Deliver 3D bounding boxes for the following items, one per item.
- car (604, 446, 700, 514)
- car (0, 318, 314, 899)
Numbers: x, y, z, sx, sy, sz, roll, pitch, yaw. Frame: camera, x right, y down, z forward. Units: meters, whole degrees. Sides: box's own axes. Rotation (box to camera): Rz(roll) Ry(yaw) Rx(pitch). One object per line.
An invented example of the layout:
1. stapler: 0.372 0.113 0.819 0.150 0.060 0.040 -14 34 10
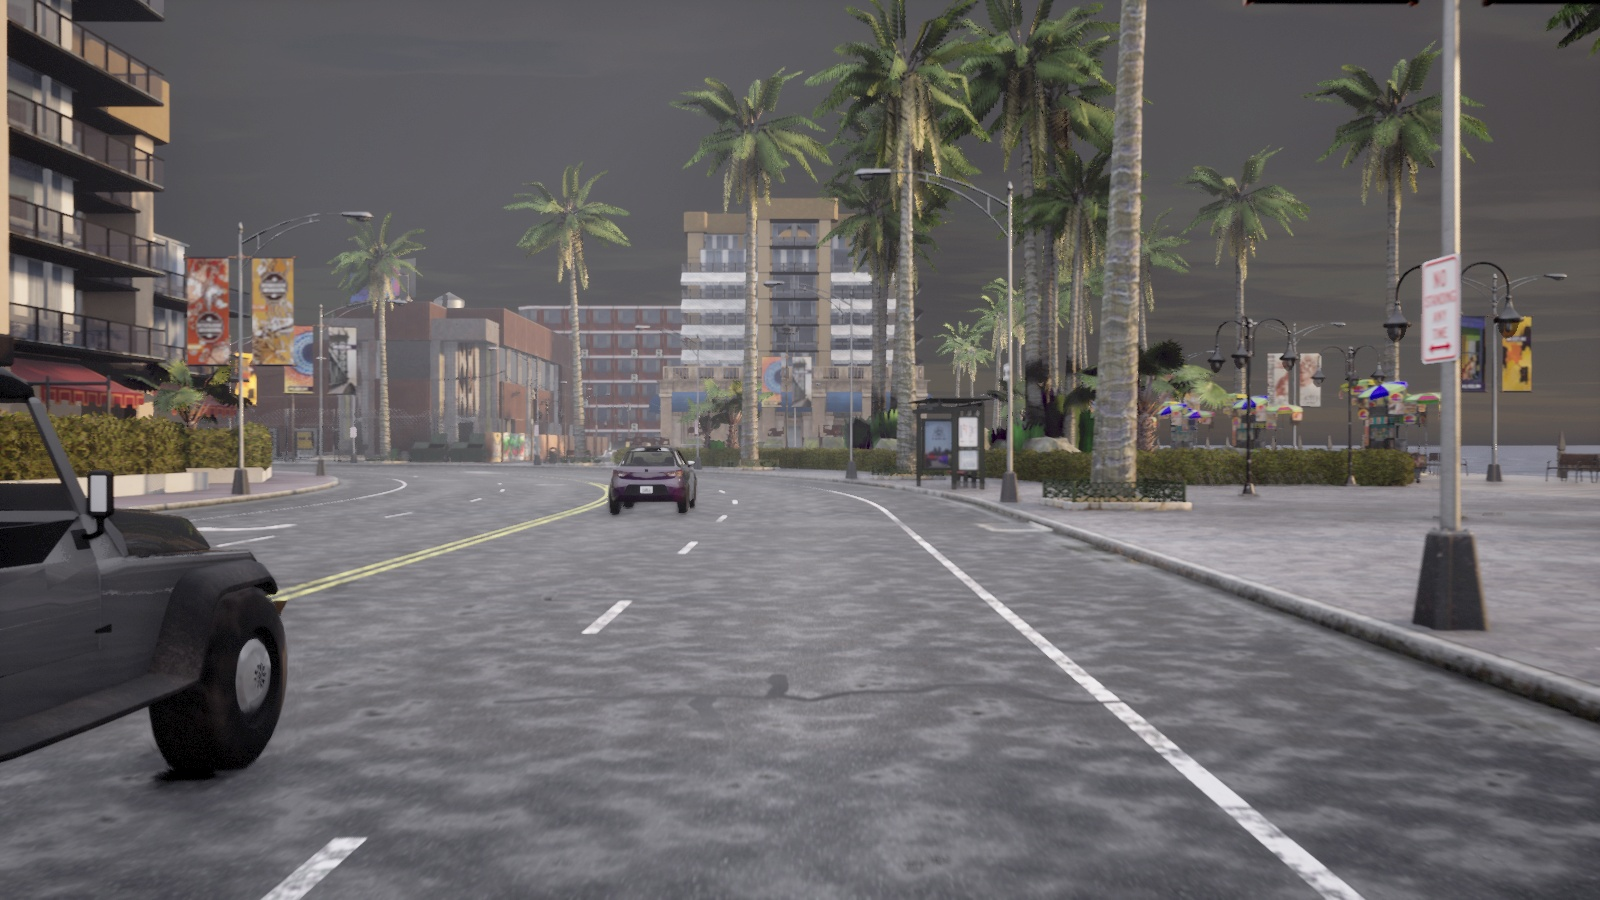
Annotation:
1. car: -3.364 0.644 29.193 1.816 1.474 4.193 0 0 -1
2. car: -3.459 0.522 4.524 1.905 1.878 3.866 0 0 0
